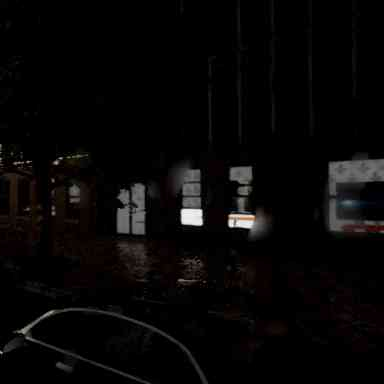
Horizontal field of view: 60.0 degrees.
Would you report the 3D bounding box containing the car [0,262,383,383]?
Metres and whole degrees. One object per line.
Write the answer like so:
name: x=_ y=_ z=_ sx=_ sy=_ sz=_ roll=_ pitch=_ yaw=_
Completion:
car: x=-0.527 y=1.563 z=3.248 sx=4.403 sy=1.369 sz=2.008 roll=-1 pitch=0 yaw=35
